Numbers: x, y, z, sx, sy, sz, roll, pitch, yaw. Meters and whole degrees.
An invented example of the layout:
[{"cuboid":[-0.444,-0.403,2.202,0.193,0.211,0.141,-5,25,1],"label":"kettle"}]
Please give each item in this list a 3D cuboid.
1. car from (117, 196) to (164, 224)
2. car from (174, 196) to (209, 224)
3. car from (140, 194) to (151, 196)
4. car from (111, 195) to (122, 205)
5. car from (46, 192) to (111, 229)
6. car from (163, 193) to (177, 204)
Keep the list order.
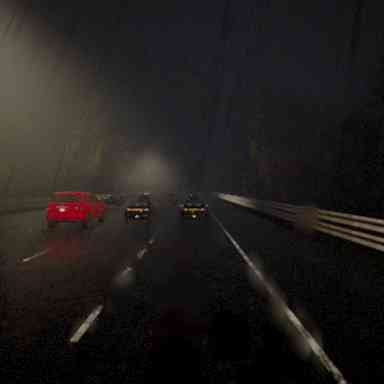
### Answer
[{"cuboid":[-3.349,1.275,22.715,2.128,1.511,4.902,0,0,0],"label":"car"},{"cuboid":[0.151,1.275,22.893,2.128,1.511,4.902,0,0,0],"label":"car"},{"cuboid":[-6.750,1.037,48.645,2.128,1.511,4.902,0,1,0],"label":"car"},{"cuboid":[-10.254,1.129,44.468,2.033,1.411,5.357,0,1,0],"label":"car"},{"cuboid":[-6.860,1.025,20.276,2.150,2.045,5.566,0,0,0],"label":"car"},{"cuboid":[-3.256,0.910,47.140,2.097,1.767,4.553,0,0,0],"label":"car"}]
